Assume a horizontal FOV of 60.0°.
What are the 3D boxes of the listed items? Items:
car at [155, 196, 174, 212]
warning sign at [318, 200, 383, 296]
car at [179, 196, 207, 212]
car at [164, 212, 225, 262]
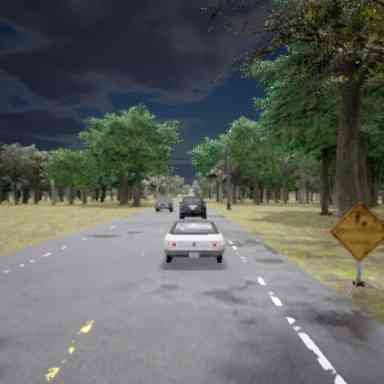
[{"bbox_3d":[-3.594,1.594,43.865,2.150,2.045,5.566,0,-1,0],"label":"car"},{"bbox_3d":[3.563,1.122,7.090,1.300,1.860,1.060,1,1,0],"label":"warning sign"},{"bbox_3d":[0.083,1.373,27.982,2.150,2.045,5.566,0,-1,0],"label":"car"},{"bbox_3d":[0.079,1.628,12.223,1.895,1.301,4.718,0,0,0],"label":"car"}]
